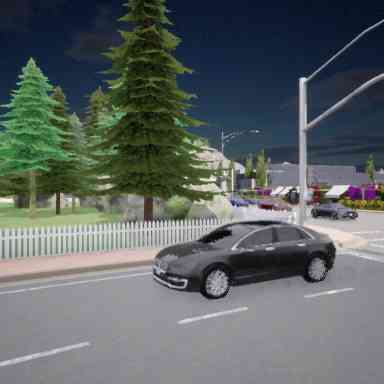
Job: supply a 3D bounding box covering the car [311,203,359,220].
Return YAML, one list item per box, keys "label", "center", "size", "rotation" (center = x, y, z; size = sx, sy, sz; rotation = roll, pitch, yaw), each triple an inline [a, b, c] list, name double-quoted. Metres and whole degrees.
- label: "car"
  center: [12.090, 1.619, 28.427]
  size: [1.994, 1.385, 4.181]
  rotation: [0, 0, -16]

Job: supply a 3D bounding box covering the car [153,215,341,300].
- label: "car"
  center: [1.437, 1.504, 8.378]
  size: [4.892, 1.490, 1.837]
  rotation: [0, 0, -26]

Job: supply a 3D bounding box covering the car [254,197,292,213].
- label: "car"
  center: [9.337, 1.408, 37.718]
  size: [2.097, 1.767, 4.553]
  rotation: [0, 0, -16]

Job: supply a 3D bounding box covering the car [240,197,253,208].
- label: "car"
  center: [6.409, 1.533, 47.613]
  size: [1.882, 1.535, 5.008]
  rotation: [0, 0, -17]
